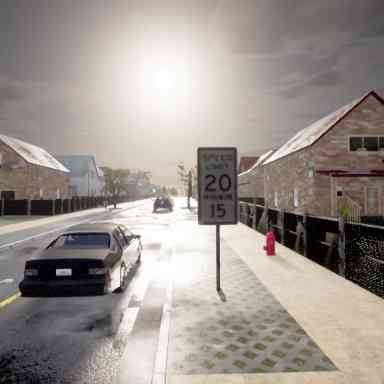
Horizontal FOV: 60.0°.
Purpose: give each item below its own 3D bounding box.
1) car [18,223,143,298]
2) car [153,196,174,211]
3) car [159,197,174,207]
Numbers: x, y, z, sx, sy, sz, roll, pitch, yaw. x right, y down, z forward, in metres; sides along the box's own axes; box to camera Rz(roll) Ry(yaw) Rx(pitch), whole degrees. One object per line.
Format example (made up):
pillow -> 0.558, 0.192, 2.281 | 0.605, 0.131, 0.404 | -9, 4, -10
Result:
car -> -2.464, 1.530, 8.693 | 2.033, 1.411, 5.357 | 0, 0, -2
car -> -3.371, 1.277, 39.193 | 2.097, 1.767, 4.553 | 0, 0, -1
car -> -3.736, 1.493, 49.442 | 1.994, 1.385, 4.181 | 0, 0, -2
